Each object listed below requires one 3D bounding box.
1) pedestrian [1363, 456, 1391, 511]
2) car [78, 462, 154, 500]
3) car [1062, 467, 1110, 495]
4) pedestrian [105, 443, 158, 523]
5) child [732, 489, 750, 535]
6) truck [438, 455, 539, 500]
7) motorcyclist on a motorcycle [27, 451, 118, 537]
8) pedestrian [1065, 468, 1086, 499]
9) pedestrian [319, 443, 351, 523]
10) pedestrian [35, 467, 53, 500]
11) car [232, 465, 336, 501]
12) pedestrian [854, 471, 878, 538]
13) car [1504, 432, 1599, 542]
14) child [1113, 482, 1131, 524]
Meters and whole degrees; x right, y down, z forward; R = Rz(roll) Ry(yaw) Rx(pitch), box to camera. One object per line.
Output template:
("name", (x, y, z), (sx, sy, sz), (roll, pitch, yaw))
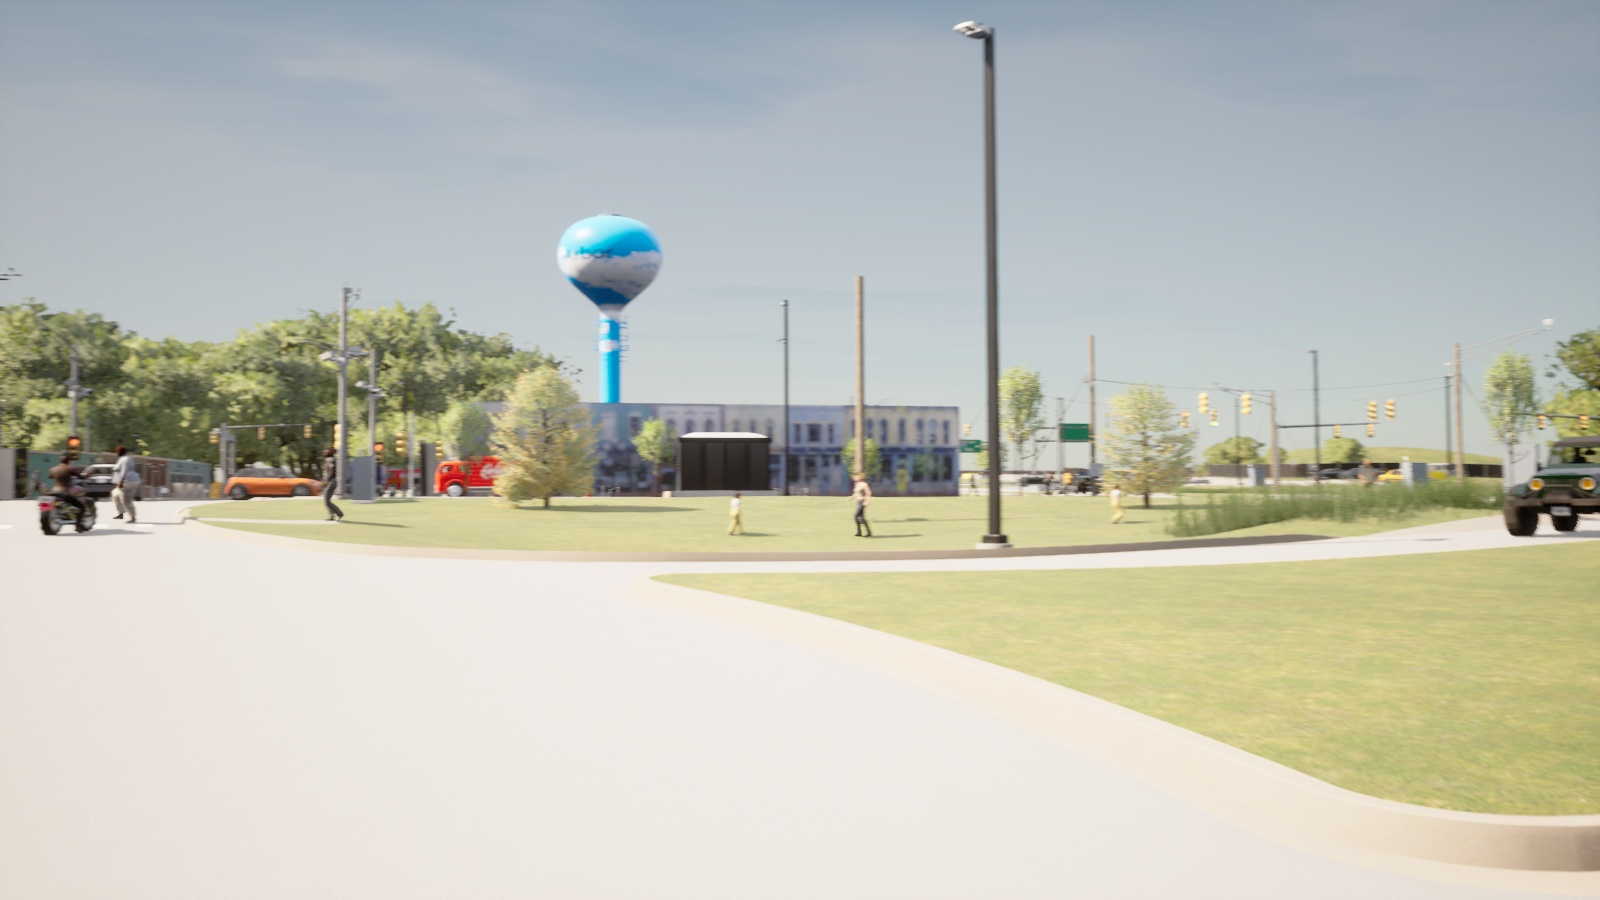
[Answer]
("pedestrian", (19.435, 1.128, 42.307), (0.540, 1.848, 0.694), (0, -2, -6))
("car", (-27.510, 1.273, 50.650), (1.970, 1.475, 3.806), (0, -2, -17))
("car", (19.967, 2.179, 87.822), (1.905, 1.878, 3.866), (0, -2, -10))
("pedestrian", (-15.673, 0.778, 29.456), (0.900, 1.855, 0.874), (1, -3, -16))
("child", (-1.643, 1.731, 35.177), (0.437, 1.263, 0.270), (1, -3, -18))
("truck", (-17.245, 1.559, 69.884), (5.204, 2.467, 2.627), (0, -3, -9))
("motorcyclist on a motorcycle", (-14.674, 0.872, 25.400), (0.766, 1.649, 2.350), (1, -1, -9))
("pedestrian", (16.883, 2.047, 76.942), (0.874, 1.855, 0.900), (0, -3, -16))
("pedestrian", (-11.361, 0.805, 30.694), (0.666, 1.930, 0.402), (0, -3, -14))
("pedestrian", (-42.330, 1.872, 70.358), (0.694, 1.848, 0.540), (0, -3, -13))
("car", (-26.242, 1.684, 64.016), (4.553, 1.767, 2.097), (0, -3, -10))
("pedestrian", (1.837, 1.519, 34.839), (0.594, 1.836, 0.345), (0, -3, -14))
("car", (14.875, 0.669, 23.317), (3.866, 1.878, 1.905), (0, -2, -41))
("child", (9.754, 1.596, 38.003), (0.437, 1.263, 0.270), (0, -2, -9))
